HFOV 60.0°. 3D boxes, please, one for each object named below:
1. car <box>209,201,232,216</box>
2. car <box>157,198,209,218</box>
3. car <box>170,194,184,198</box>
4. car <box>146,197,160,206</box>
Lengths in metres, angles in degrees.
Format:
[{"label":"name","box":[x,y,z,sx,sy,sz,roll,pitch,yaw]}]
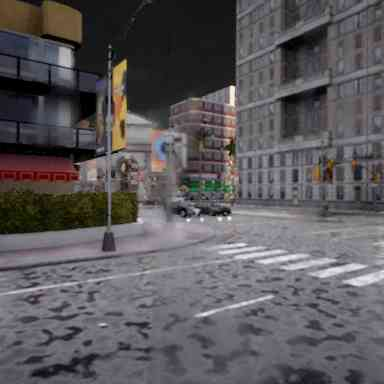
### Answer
[{"label":"car","box":[1.726,1.680,34.231,2.033,1.411,5.357,0,0,-35]},{"label":"car","box":[-0.957,1.602,31.967,2.128,1.511,4.902,0,0,-35]},{"label":"car","box":[-2.863,1.432,62.059,2.150,2.045,5.566,0,0,-15]},{"label":"car","box":[-6.576,1.687,59.374,1.837,1.490,4.892,0,0,-44]}]
